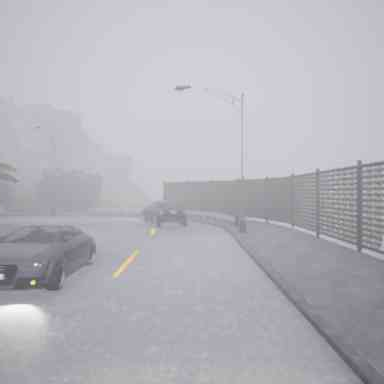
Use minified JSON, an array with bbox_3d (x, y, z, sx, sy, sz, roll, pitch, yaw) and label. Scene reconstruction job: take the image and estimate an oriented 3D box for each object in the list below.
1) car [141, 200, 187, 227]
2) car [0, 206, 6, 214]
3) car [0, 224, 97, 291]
[{"bbox_3d":[-2.032,1.352,23.078,2.097,1.767,4.553,0,0,-24],"label":"car"},{"bbox_3d":[-18.707,1.524,28.804,4.674,1.442,1.812,0,0,0],"label":"car"},{"bbox_3d":[-4.002,1.564,8.863,1.994,1.385,4.181,0,0,0],"label":"car"}]
